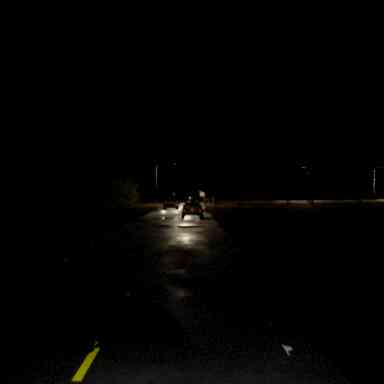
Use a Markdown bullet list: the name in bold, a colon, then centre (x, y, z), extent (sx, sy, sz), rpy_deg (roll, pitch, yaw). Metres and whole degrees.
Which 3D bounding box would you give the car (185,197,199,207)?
- **car**: centre (0.016, 1.565, 54.479), extent (2.163, 1.488, 4.792), rpy_deg (0, 0, 0)

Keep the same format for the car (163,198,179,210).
- **car**: centre (-2.745, 1.513, 43.821), extent (1.882, 1.535, 5.008), rpy_deg (0, 0, 0)

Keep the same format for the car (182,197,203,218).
- **car**: centre (0.050, 1.462, 29.602), extent (1.801, 1.575, 5.366), rpy_deg (0, 0, 1)
